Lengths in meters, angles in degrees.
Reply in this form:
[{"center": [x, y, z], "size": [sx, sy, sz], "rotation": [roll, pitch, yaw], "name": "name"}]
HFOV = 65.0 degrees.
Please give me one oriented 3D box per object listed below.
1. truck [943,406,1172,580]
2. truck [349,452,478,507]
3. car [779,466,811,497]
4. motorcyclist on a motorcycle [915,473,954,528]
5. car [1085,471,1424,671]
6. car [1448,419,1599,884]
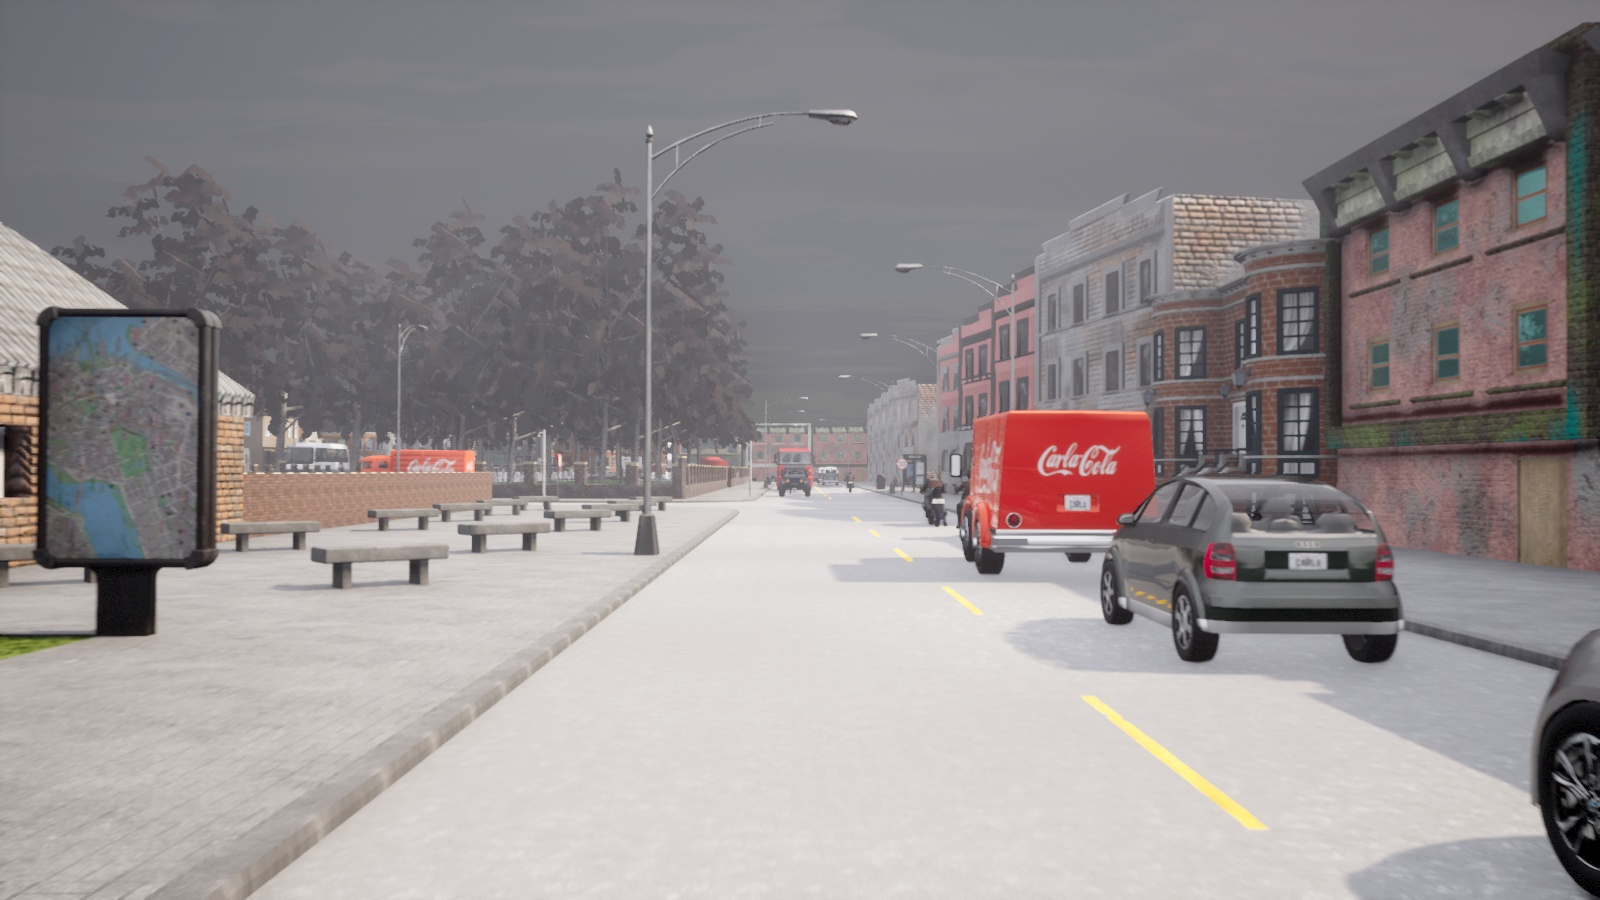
[{"center": [3.948, 0.654, 20.423], "size": [2.627, 2.467, 5.204], "rotation": [0, -1, 0], "name": "truck"}, {"center": [-17.868, 1.375, 58.305], "size": [5.204, 2.467, 2.627], "rotation": [0, -1, -1], "name": "truck"}, {"center": [-0.299, 1.912, 77.700], "size": [1.905, 1.878, 3.866], "rotation": [0, -1, 0], "name": "car"}, {"center": [3.892, 1.444, 36.427], "size": [0.866, 1.530, 2.191], "rotation": [0, -1, 0], "name": "motorcyclist on a motorcycle"}, {"center": [3.970, 0.973, 11.669], "size": [1.789, 1.549, 3.705], "rotation": [0, -1, 0], "name": "car"}, {"center": [3.991, 0.697, 3.222], "size": [2.242, 1.667, 4.611], "rotation": [0, -1, 0], "name": "car"}]
